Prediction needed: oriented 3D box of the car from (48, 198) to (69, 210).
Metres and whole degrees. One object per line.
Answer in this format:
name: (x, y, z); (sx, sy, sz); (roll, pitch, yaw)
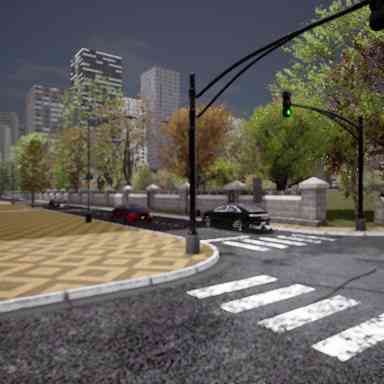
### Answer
car: (-17.751, 1.560, 44.070); (2.128, 1.511, 4.902); (0, 0, -34)

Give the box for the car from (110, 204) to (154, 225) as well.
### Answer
car: (-4.491, 1.564, 24.481); (1.994, 1.385, 4.181); (0, 0, -34)

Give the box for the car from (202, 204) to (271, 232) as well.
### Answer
car: (2.493, 1.465, 19.918); (2.128, 1.511, 4.902); (0, 0, -34)
